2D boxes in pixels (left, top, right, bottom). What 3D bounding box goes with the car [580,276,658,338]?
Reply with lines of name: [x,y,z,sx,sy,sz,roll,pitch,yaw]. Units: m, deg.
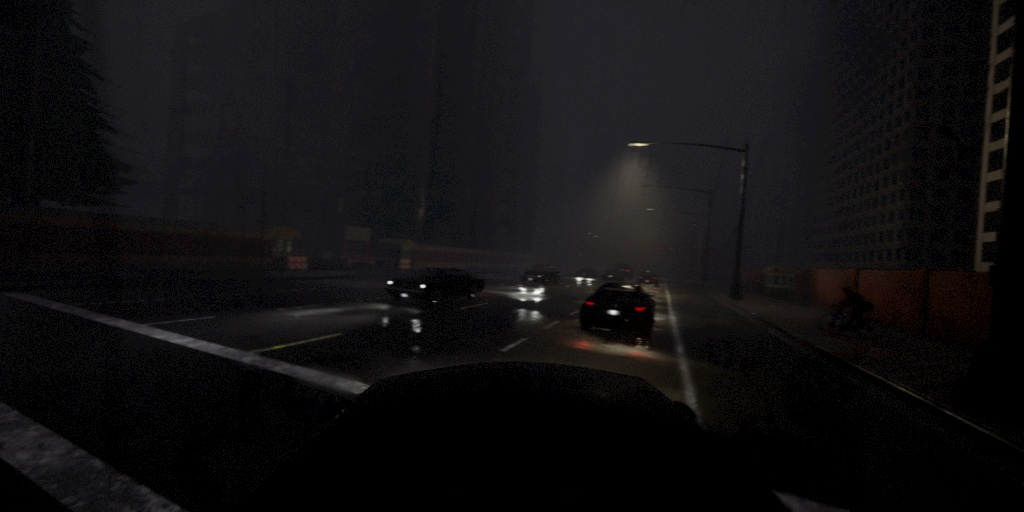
car: [3.532,1.561,11.603,1.994,1.385,4.181,4,0,23]

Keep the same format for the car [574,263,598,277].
car: [9.265,1.988,43.821,1.994,1.385,4.181,4,0,23]

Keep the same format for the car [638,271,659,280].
car: [13.686,2.240,35.991,1.812,1.442,4.674,4,0,23]

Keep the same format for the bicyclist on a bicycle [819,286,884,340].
bicyclist on a bicycle: [10.905,1.817,11.509,1.656,1.620,0.582,5,0,23]

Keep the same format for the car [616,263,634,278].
car: [15.323,2.054,49.189,2.150,2.045,5.566,4,0,23]

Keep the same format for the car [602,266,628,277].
car: [10.838,2.077,38.378,1.994,1.385,4.181,4,0,23]

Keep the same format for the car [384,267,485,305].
car: [-2.951,1.141,14.705,1.895,1.301,4.718,4,0,23]

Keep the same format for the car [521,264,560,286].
car: [2.248,1.394,27.177,2.128,1.511,4.902,4,1,23]
